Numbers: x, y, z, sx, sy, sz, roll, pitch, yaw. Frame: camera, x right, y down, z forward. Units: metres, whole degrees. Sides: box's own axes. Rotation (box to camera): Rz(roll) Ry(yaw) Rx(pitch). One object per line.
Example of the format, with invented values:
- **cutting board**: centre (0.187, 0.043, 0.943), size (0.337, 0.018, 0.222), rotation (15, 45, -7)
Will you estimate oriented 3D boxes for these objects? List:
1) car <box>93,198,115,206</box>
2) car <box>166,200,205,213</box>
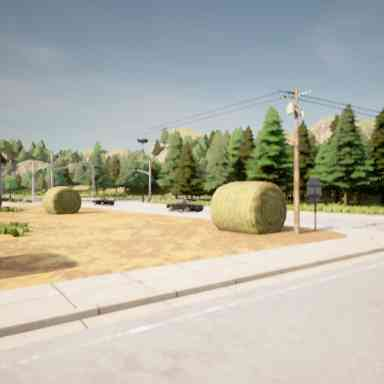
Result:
- **car**: centre (-13.905, 1.531, 52.376), size (1.895, 1.301, 4.718), rotation (0, 0, -38)
- **car**: centre (-0.778, 1.527, 35.508), size (1.895, 1.301, 4.718), rotation (0, 0, -38)
